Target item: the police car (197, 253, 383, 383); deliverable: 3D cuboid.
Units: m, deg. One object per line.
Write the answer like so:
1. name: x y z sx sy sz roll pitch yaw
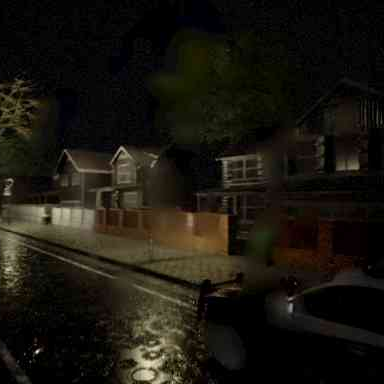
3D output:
1. police car: 2.123 1.552 3.840 1.930 1.638 5.238 2 -2 -41
